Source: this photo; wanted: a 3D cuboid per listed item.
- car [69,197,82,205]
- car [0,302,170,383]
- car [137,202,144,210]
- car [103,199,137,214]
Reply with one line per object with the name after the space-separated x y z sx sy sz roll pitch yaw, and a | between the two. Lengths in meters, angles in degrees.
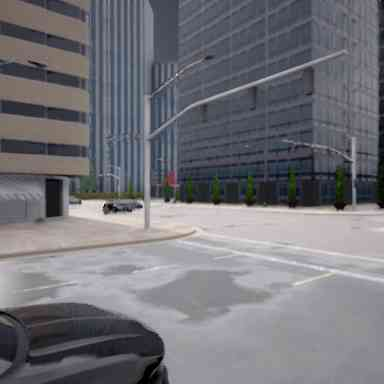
-20.951 1.578 58.759 1.837 1.490 4.892 0 0 -38 | car
-2.496 1.484 2.199 5.008 1.535 1.882 0 0 -35 | car
-8.183 1.583 42.245 2.033 1.411 5.357 0 0 -38 | car
-8.173 1.605 36.544 1.994 1.385 4.181 0 0 -38 | car
